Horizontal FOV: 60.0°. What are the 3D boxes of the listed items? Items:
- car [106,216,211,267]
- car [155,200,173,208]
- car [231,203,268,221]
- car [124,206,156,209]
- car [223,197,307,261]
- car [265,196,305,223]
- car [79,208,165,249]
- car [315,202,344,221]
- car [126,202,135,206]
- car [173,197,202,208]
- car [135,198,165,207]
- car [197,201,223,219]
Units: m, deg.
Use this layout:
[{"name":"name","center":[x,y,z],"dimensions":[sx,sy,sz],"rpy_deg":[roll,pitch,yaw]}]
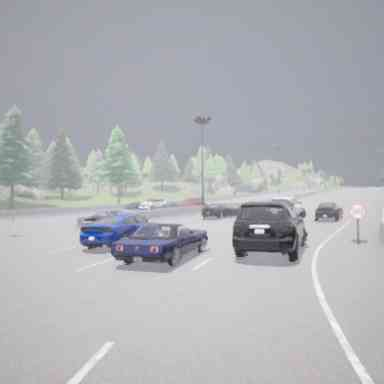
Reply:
[{"name":"car","center":[-0.906,1.796,12.237],"dimensions":[1.895,1.301,4.718],"rpy_deg":[-1,-1,20]},{"name":"car","center":[-3.274,2.255,52.001],"dimensions":[1.994,1.385,4.181],"rpy_deg":[-2,0,30]},{"name":"car","center":[5.620,1.852,32.029],"dimensions":[1.837,1.490,4.892],"rpy_deg":[-2,-1,30]},{"name":"car","center":[-4.662,1.911,20.739],"dimensions":[2.128,1.511,4.902],"rpy_deg":[-2,-1,27]},{"name":"car","center":[3.194,1.372,13.162],"dimensions":[2.150,2.045,5.566],"rpy_deg":[-2,-1,22]},{"name":"car","center":[8.506,1.488,30.045],"dimensions":[2.150,2.045,5.566],"rpy_deg":[-2,0,30]},{"name":"car","center":[-3.149,1.778,15.904],"dimensions":[1.882,1.535,5.008],"rpy_deg":[-2,-1,23]},{"name":"car","center":[12.024,1.684,29.127],"dimensions":[1.837,1.490,4.892],"rpy_deg":[-2,-1,30]},{"name":"car","center":[-9.304,2.363,55.540],"dimensions":[1.837,1.490,4.892],"rpy_deg":[-2,-1,30]},{"name":"car","center":[-0.082,1.825,50.555],"dimensions":[2.150,2.045,5.566],"rpy_deg":[-2,0,30]},{"name":"car","center":[-6.220,1.995,53.906],"dimensions":[2.150,2.045,5.566],"rpy_deg":[-2,0,30]},{"name":"car","center":[2.773,1.908,34.100],"dimensions":[1.882,1.535,5.008],"rpy_deg":[-2,-1,30]}]
